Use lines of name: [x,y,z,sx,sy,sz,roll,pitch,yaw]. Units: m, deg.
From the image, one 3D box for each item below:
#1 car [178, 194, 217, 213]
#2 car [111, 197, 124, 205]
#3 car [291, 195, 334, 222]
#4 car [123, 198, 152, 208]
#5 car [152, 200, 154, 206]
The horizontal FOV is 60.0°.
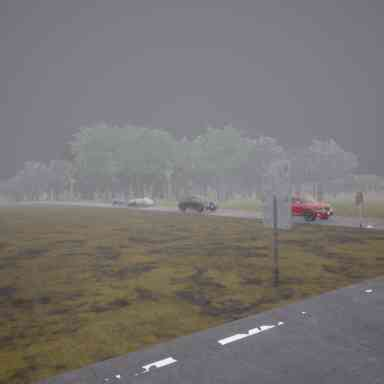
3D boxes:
car: [0.547,1.323,39.352,2.150,2.045,5.566,-2,1,-38]
car: [-14.086,1.776,64.714,2.128,1.511,4.902,-2,0,-36]
car: [8.890,1.281,27.824,2.150,2.045,5.566,-2,1,-36]
car: [-8.511,1.744,52.051,1.812,1.442,4.674,-2,0,-35]
car: [-8.208,1.700,56.572,1.812,1.442,4.674,-2,1,-36]
